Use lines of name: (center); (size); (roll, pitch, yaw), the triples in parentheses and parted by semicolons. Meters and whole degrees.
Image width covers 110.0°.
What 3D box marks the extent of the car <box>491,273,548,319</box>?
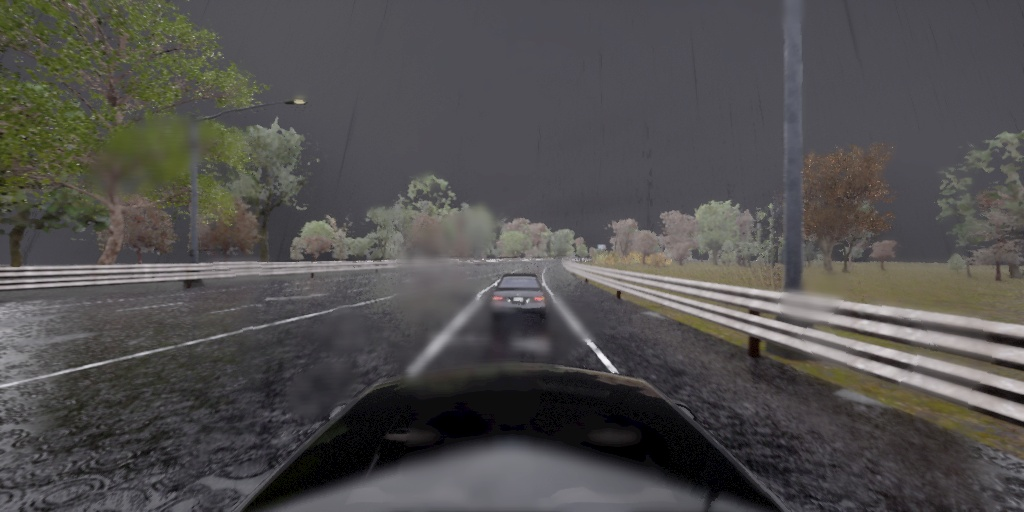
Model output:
car: (0.283, 1.325, 12.929); (2.033, 1.411, 5.357); (0, 0, 2)
